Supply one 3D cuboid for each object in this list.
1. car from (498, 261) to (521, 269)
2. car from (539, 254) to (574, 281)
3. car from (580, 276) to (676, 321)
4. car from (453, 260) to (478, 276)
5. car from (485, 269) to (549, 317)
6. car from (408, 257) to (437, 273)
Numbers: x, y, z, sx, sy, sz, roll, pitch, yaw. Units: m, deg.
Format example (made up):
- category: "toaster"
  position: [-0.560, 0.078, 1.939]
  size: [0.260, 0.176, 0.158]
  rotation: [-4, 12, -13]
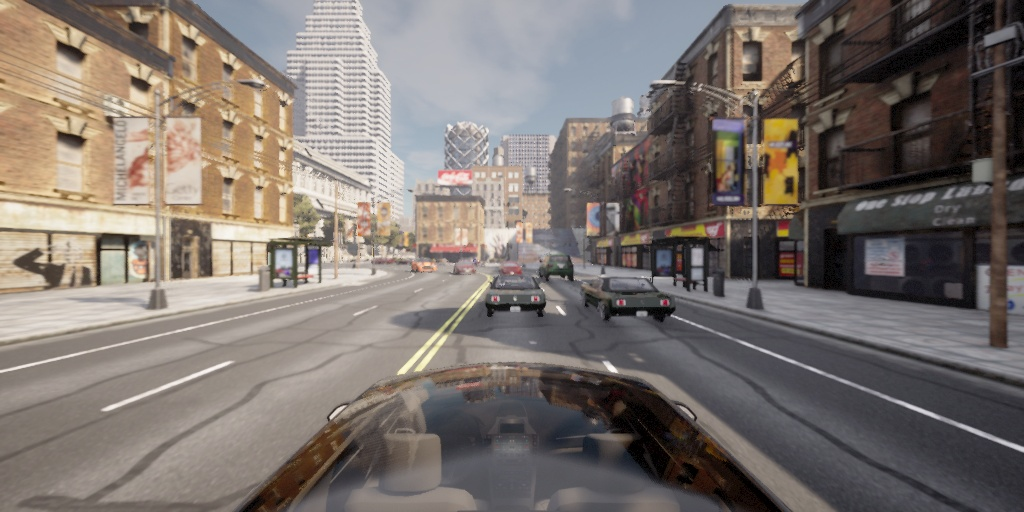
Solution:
- category: "car"
  position: [-0.200, 1.169, 30.640]
  size: [1.812, 1.442, 4.674]
  rotation: [0, 0, -4]
- category: "car"
  position: [3.453, 0.871, 28.680]
  size: [2.150, 2.045, 5.566]
  rotation: [0, 0, -3]
- category: "car"
  position: [3.602, 1.312, 12.142]
  size: [1.895, 1.301, 4.718]
  rotation: [0, 0, 0]
- category: "car"
  position: [-4.730, 1.150, 35.874]
  size: [1.812, 1.442, 4.674]
  rotation: [0, 0, -15]
- category: "car"
  position: [0.103, 1.309, 13.008]
  size: [1.895, 1.301, 4.718]
  rotation: [0, 0, 0]
- category: "car"
  position: [-9.915, 0.959, 40.394]
  size: [2.097, 1.767, 4.553]
  rotation: [0, 0, -25]
